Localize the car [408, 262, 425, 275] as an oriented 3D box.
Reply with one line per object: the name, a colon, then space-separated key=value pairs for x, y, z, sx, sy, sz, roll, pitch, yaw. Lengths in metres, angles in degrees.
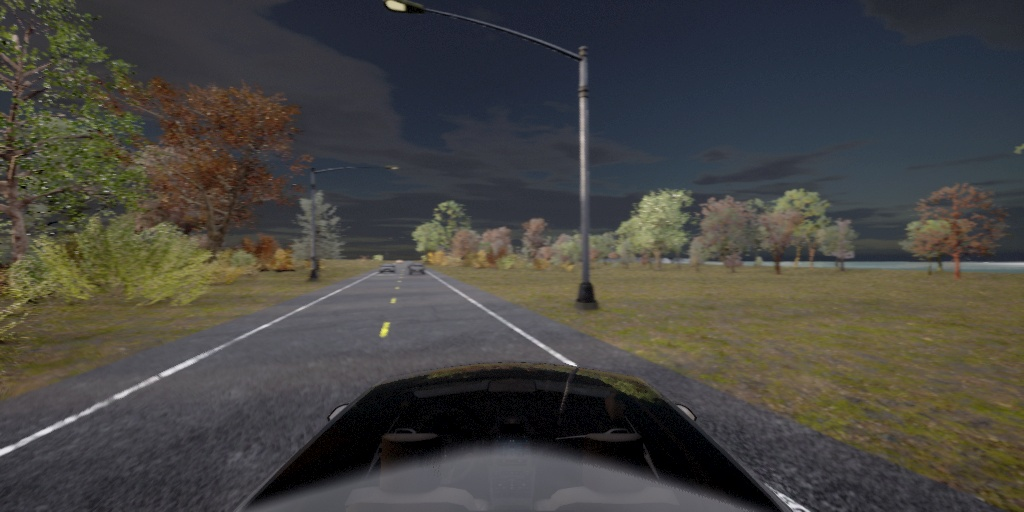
car: x=-12.072 y=1.534 z=45.572 sx=2.128 sy=1.511 sz=4.902 roll=-1 pitch=0 yaw=-16

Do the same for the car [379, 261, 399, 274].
car: x=-16.636 y=1.667 z=48.105 sx=1.994 sy=1.385 sz=4.181 roll=-1 pitch=0 yaw=-16
